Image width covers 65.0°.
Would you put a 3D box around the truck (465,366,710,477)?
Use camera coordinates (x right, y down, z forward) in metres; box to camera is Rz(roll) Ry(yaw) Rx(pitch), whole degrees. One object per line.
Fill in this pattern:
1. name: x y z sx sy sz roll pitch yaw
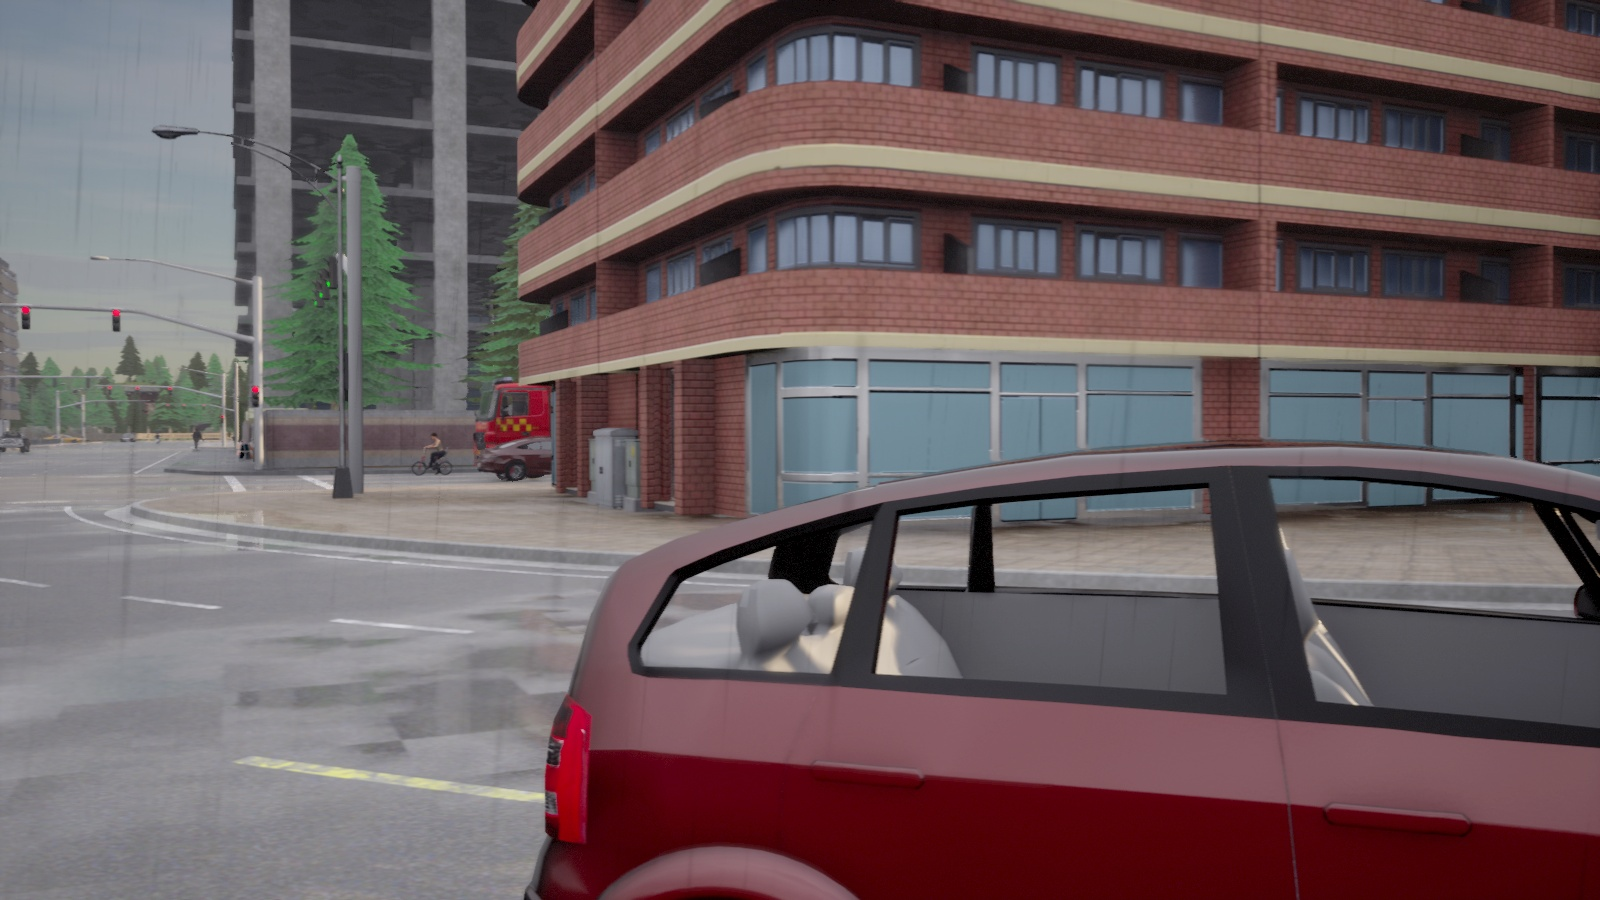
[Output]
1. truck: -7.790 -1.015 46.274 8.468 3.827 2.891 0 1 -24

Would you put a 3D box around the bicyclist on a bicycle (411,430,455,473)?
1. bicyclist on a bicycle: -13.858 0.045 47.389 1.509 1.612 0.866 0 1 -24

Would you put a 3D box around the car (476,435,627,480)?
1. car: -8.350 0.235 42.191 4.674 1.442 1.812 0 1 -24

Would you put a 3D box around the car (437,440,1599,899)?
1. car: 1.320 0.769 2.756 3.705 1.549 1.789 0 1 19
